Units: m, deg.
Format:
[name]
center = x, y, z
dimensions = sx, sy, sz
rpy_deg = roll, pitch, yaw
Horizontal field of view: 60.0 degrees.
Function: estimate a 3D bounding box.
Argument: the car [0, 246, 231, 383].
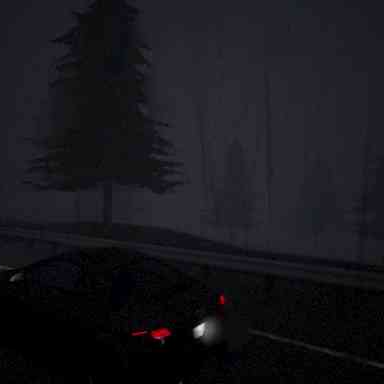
[car]
center = -1.542, 1.533, 4.948
dimensions = 4.181, 1.385, 1.994
rpy_deg = 0, 0, 34
